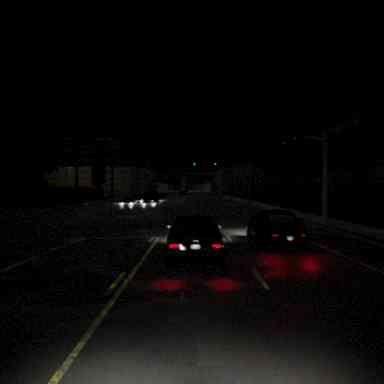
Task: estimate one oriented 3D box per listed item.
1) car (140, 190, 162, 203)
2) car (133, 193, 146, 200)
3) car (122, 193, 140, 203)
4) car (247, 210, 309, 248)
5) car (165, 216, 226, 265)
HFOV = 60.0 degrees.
[{"bbox_3d":[-7.012,0.719,56.967,2.150,2.045,5.566,0,1,1],"label":"car"},{"bbox_3d":[-10.486,0.930,67.111,1.994,1.385,4.181,0,1,0],"label":"car"},{"bbox_3d":[-10.514,1.043,55.953,1.812,1.442,4.674,0,1,1],"label":"car"},{"bbox_3d":[3.595,1.488,14.467,1.812,1.442,4.674,0,0,0],"label":"car"},{"bbox_3d":[0.081,1.529,11.551,2.033,1.411,5.357,0,0,0],"label":"car"}]
